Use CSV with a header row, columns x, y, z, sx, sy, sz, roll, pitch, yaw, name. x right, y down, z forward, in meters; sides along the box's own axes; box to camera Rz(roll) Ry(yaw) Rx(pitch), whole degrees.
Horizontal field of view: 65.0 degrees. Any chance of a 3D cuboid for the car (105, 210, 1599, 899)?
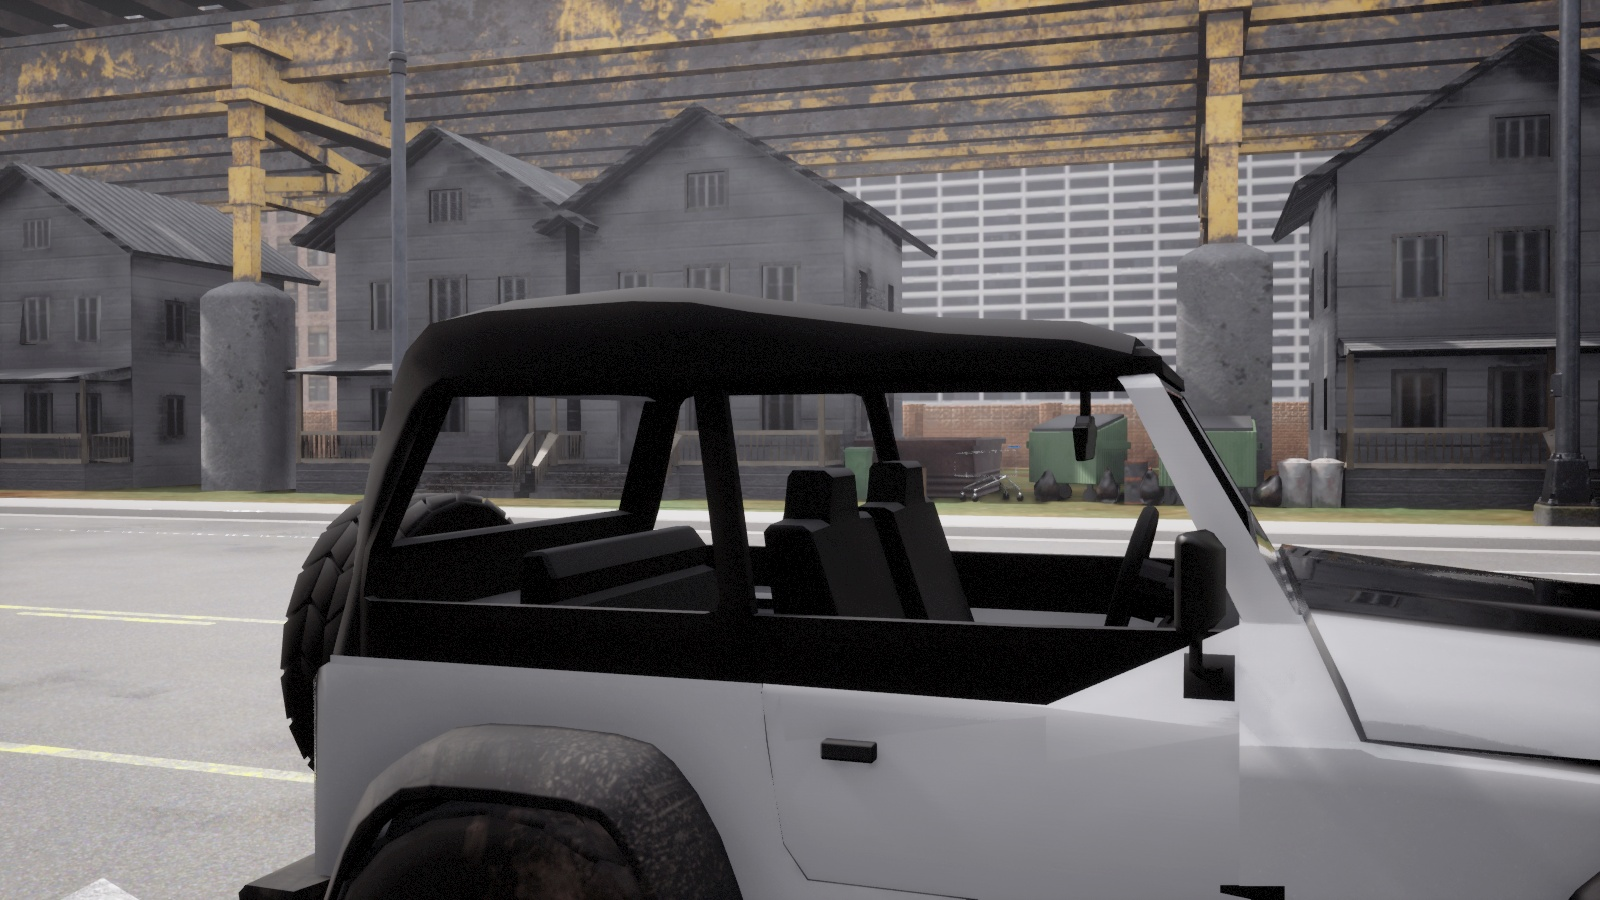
x,y,z,sx,sy,sz,roll,pitch,yaw,name
0.641,0.577,2.981,3.866,1.878,1.905,1,1,19,car
